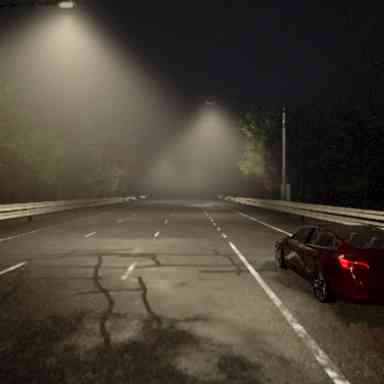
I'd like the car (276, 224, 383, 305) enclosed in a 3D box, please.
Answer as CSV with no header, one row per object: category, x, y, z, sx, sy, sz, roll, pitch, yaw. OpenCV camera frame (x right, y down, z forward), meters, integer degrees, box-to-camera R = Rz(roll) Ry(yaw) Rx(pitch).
car,3.507,1.498,8.124,2.163,1.488,4.792,0,0,-1
